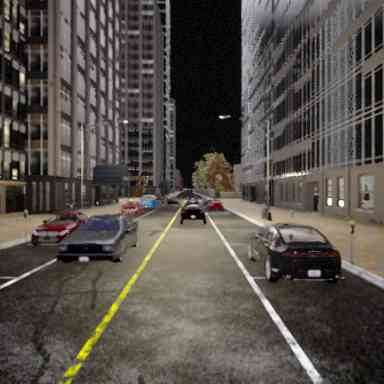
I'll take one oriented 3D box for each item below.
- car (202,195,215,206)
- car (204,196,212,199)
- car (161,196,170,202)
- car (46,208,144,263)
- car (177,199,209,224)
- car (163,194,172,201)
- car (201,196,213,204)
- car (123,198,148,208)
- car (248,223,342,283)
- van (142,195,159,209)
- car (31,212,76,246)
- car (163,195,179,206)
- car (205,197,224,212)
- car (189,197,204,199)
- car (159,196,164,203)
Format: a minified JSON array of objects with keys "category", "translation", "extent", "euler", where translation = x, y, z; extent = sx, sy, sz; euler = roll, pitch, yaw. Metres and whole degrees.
[{"category":"car","translation":[2.667,1.396,55.022],"extent":[1.967,1.590,4.097],"euler":[0,0,0]},{"category":"car","translation":[2.669,1.512,49.330],"extent":[2.008,1.369,4.403],"euler":[0,0,0]},{"category":"car","translation":[-5.720,1.510,72.102],"extent":[1.802,1.307,4.206],"euler":[0,0,0]},{"category":"car","translation":[-3.106,1.544,12.224],"extent":[2.033,1.411,5.357],"euler":[0,0,0]},{"category":"car","translation":[0.087,1.511,24.815],"extent":[1.812,1.442,4.674],"euler":[0,0,0]},{"category":"car","translation":[-5.722,1.354,77.794],"extent":[1.967,1.590,4.097],"euler":[0,0,0]},{"category":"car","translation":[2.665,1.500,60.716],"extent":[2.008,1.369,4.403],"euler":[0,0,0]},{"category":"car","translation":[-5.704,1.560,32.253],"extent":[1.802,1.307,4.206],"euler":[0,0,0]},{"category":"car","translation":[2.686,1.549,9.483],"extent":[2.008,1.369,4.403],"euler":[0,0,0]},{"category":"van","translation":[-5.709,1.308,43.637],"extent":[1.690,1.788,3.998],"euler":[0,0,0]},{"category":"car","translation":[-5.697,1.576,15.175],"extent":[1.802,1.307,4.206],"euler":[0,0,0]},{"category":"car","translation":[-3.091,1.520,54.402],"extent":[1.994,1.385,4.181],"euler":[0,0,0]},{"category":"car","translation":[2.674,1.554,37.946],"extent":[1.802,1.307,4.206],"euler":[0,0,0]},{"category":"car","translation":[0.081,1.515,42.902],"extent":[2.033,1.411,5.357],"euler":[0,0,0]},{"category":"car","translation":[-5.716,1.531,60.714],"extent":[1.802,1.307,4.206],"euler":[0,0,0]}]
